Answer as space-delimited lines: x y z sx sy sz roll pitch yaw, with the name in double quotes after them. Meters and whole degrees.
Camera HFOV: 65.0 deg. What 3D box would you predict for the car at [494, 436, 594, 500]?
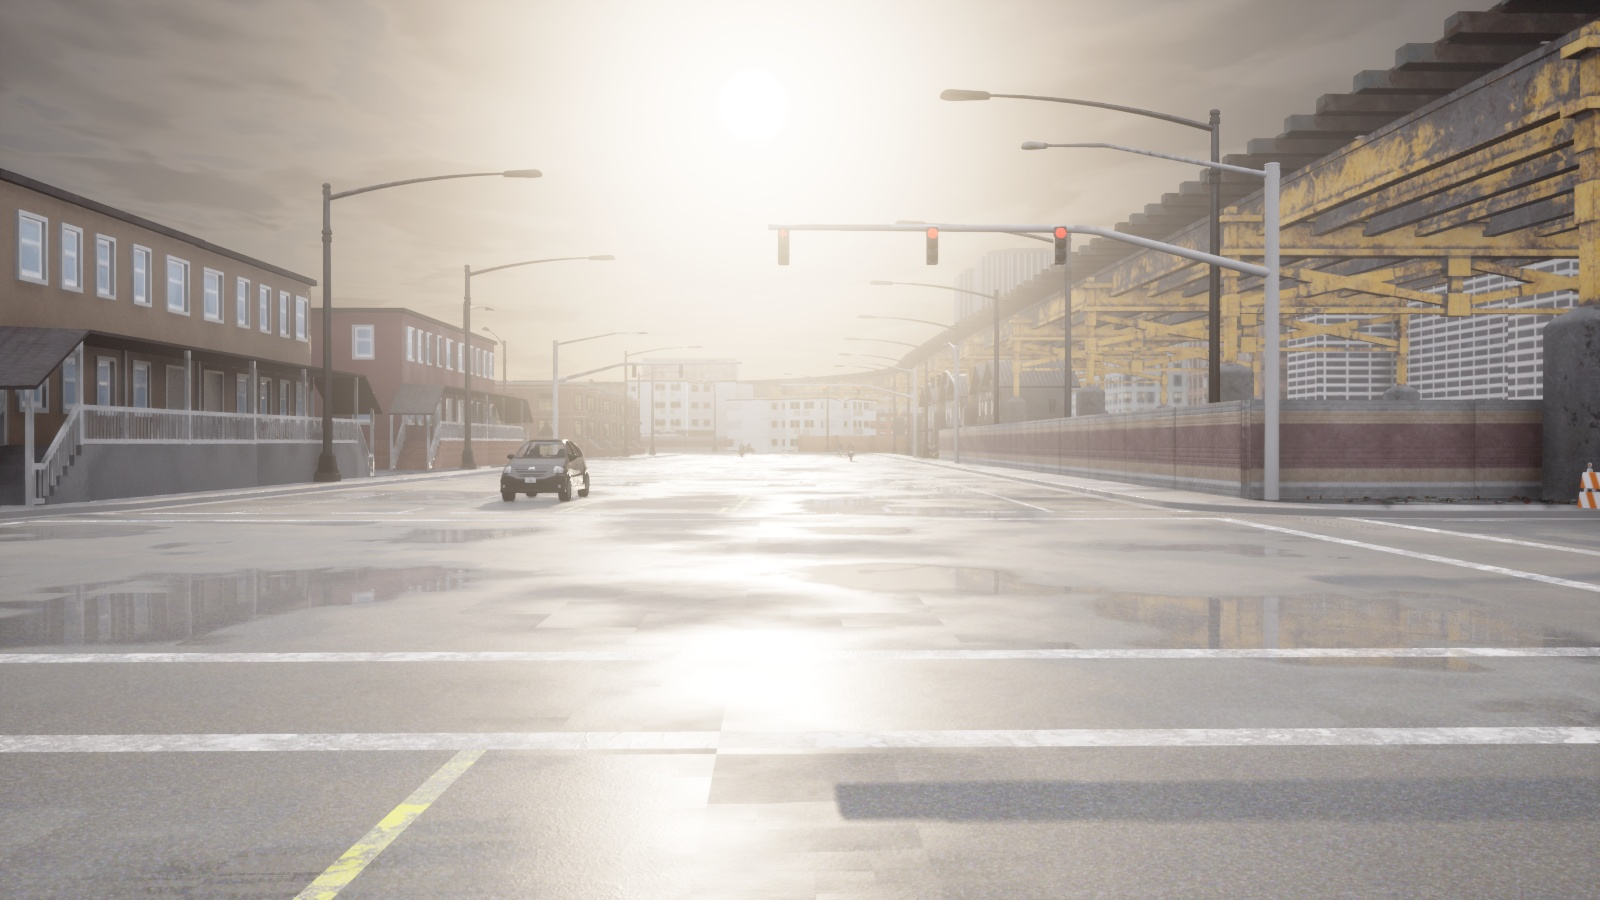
-6.792 0.449 33.707 1.851 1.617 3.988 0 0 0 "car"
